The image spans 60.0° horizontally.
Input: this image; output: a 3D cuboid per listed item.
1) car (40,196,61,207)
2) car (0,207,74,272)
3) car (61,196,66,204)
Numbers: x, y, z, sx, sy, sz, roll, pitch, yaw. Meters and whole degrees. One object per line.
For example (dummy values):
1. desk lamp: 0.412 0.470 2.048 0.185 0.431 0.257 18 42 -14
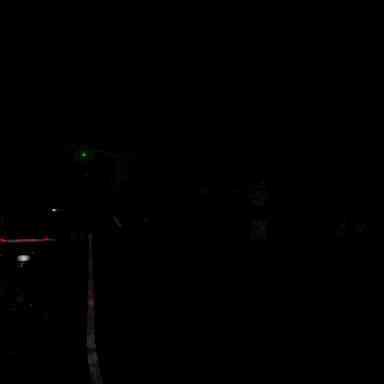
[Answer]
1. car: -19.511 1.413 45.532 1.837 1.490 4.892 1 0 -17
2. car: -4.996 1.468 10.769 2.128 1.511 4.902 1 0 -17
3. car: -24.147 1.471 60.939 2.033 1.411 5.357 1 0 -17
